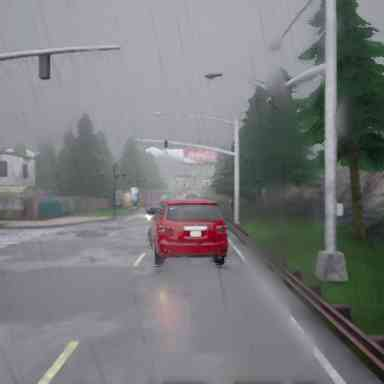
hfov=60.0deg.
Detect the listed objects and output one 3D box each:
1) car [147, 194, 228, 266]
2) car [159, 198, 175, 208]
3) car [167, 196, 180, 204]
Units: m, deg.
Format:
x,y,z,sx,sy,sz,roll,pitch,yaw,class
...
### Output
x,y,z,sx,sy,sz,roll,pitch,yaw,class
-0.332,1.233,11.831,2.150,2.045,5.566,1,0,-9,car
-3.584,1.600,48.691,1.994,1.385,4.181,0,0,0,car
-3.532,1.541,64.548,2.128,1.511,4.902,0,0,1,car
